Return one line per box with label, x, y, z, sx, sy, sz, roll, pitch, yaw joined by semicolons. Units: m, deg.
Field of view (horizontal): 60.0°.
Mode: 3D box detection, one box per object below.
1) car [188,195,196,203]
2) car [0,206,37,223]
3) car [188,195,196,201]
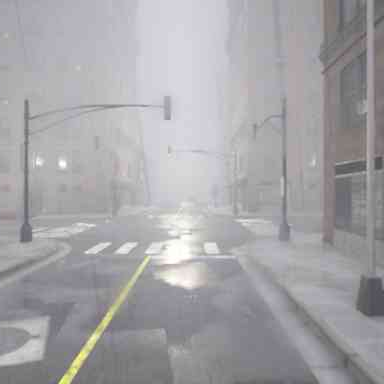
car;0.011;1.485;68.207;2.033;1.411;5.357;0;0;0
car;-14.573;1.763;26.467;4.206;1.307;1.802;-1;0;0
car;0.013;1.362;78.660;1.895;1.301;4.718;0;0;0
